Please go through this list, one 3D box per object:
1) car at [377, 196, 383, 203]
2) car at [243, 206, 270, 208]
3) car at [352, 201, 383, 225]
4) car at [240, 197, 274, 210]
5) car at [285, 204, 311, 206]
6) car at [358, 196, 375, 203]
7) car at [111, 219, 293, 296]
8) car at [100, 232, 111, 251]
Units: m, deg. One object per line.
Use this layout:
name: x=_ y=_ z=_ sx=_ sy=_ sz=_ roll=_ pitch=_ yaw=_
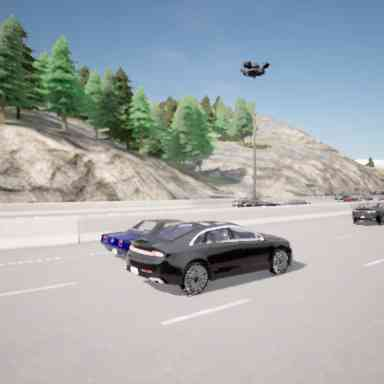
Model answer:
car: x=39.163 y=1.533 z=67.307 sx=1.812 sy=1.442 sz=4.674 roll=0 pitch=0 yaw=42
car: x=8.341 y=1.632 z=39.133 sx=1.895 sy=1.301 sz=4.718 roll=0 pitch=0 yaw=44
car: x=13.313 y=1.497 z=24.156 sx=4.902 sy=1.511 sz=2.128 roll=0 pitch=0 yaw=-43
car: x=8.769 y=1.529 z=44.635 sx=2.128 sy=1.511 sz=4.902 roll=0 pitch=0 yaw=43
car: x=11.535 y=1.571 z=37.384 sx=2.033 sy=1.411 sz=5.357 roll=0 pitch=0 yaw=44
car: x=36.579 y=1.542 z=69.669 sx=2.128 sy=1.511 sz=4.902 roll=0 pitch=0 yaw=42
car: x=0.667 y=1.501 z=8.759 sx=4.902 sy=1.511 sz=2.128 roll=0 pitch=0 yaw=-37
car: x=-0.734 y=1.617 z=12.070 sx=4.718 sy=1.301 sz=1.895 roll=0 pitch=0 yaw=-38
